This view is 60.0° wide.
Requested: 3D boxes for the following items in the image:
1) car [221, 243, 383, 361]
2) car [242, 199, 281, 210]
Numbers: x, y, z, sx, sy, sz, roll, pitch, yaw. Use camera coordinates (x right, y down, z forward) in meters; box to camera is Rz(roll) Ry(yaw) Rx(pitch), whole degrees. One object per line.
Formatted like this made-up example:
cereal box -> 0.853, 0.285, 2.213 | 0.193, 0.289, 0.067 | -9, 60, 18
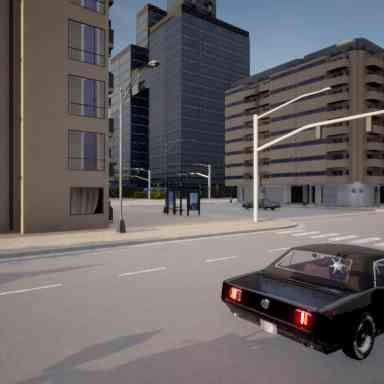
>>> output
car -> 2.866, 1.601, 5.959 | 4.718, 1.301, 1.895 | 0, 0, -36
car -> 8.969, 1.603, 43.409 | 2.033, 1.411, 5.357 | 0, 0, -37
